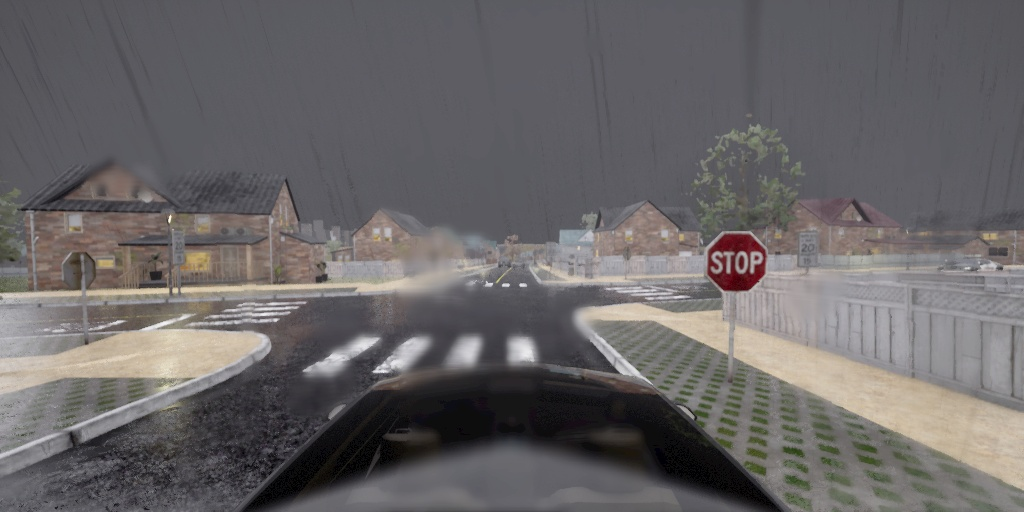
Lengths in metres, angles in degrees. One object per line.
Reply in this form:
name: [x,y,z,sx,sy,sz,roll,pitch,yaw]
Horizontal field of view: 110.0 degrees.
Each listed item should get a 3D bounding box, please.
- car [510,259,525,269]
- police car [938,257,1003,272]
car: [1.222,1.414,62.640,2.128,1.511,4.902,0,0,2]
police car: [37.320,0.889,29.282,4.974,1.542,2.038,0,2,-17]
